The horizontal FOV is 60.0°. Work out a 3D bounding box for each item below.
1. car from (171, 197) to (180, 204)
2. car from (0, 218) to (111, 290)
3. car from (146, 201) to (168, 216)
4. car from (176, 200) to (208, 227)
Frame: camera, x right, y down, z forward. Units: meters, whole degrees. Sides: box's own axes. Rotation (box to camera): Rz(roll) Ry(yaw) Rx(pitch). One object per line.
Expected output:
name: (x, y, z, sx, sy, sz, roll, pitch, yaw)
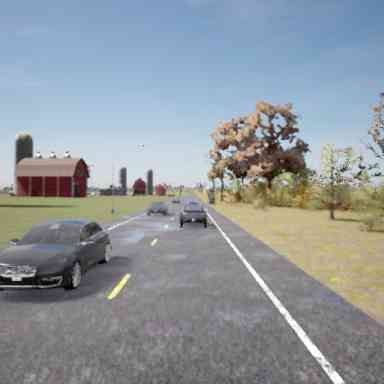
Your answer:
car: (-3.495, 1.864, 72.321, 2.033, 1.411, 5.357, 0, 0, 0)
car: (-3.599, 1.550, 9.266, 1.837, 1.490, 4.892, 0, 0, 0)
car: (-3.519, 1.669, 34.483, 1.837, 1.490, 4.892, 0, -1, 0)
car: (0.103, 1.604, 23.697, 2.128, 1.511, 4.902, 0, 0, 0)
